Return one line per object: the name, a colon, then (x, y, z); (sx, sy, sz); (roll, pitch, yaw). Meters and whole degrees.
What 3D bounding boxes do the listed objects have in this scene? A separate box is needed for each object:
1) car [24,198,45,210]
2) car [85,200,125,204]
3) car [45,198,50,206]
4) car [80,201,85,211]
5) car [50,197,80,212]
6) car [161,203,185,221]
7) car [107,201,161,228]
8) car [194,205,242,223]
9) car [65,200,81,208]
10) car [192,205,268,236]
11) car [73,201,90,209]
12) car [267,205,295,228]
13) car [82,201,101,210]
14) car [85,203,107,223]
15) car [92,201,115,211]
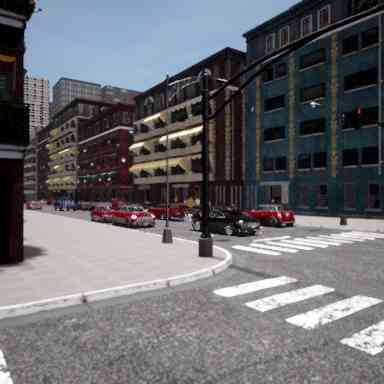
car: (-26.590, 2.164, 55.951); (1.967, 1.590, 4.097); (-1, 0, -35)
car: (-9.318, 1.893, 35.653); (2.128, 1.511, 4.902); (0, -1, -35)
car: (-32.900, 2.317, 78.663); (2.192, 1.841, 5.009); (-1, 0, -35)
car: (-16.928, 2.183, 51.585); (1.994, 1.385, 4.181); (0, -1, -35)
car: (-19.067, 1.746, 49.713); (2.150, 2.045, 5.566); (0, -1, -35)
car: (-2.648, 1.791, 31.279); (1.882, 1.535, 5.008); (0, -1, -35)
car: (-4.282, 1.688, 24.155); (1.967, 1.590, 4.097); (-1, 0, -35)
car: (2.162, 1.838, 28.701); (1.802, 1.307, 4.206); (-1, 0, -35)
car: (-23.336, 2.366, 65.036); (1.947, 1.339, 4.313); (-1, 0, -35)
car: (1.880, 1.666, 19.701); (1.837, 1.490, 4.892); (0, -1, -35)
car: (-20.149, 2.315, 60.494); (1.802, 1.307, 4.206); (-1, 0, -35)
car: (5.350, 1.628, 24.162); (1.967, 1.590, 4.097); (-1, 0, -35)
car: (-16.962, 2.247, 55.952); (1.802, 1.307, 4.206); (-1, 0, -35)
car: (-7.467, 1.898, 28.697); (1.802, 1.307, 4.206); (-1, 0, -35)
car: (-13.776, 2.148, 51.409); (2.008, 1.369, 4.403); (-1, 0, -35)
